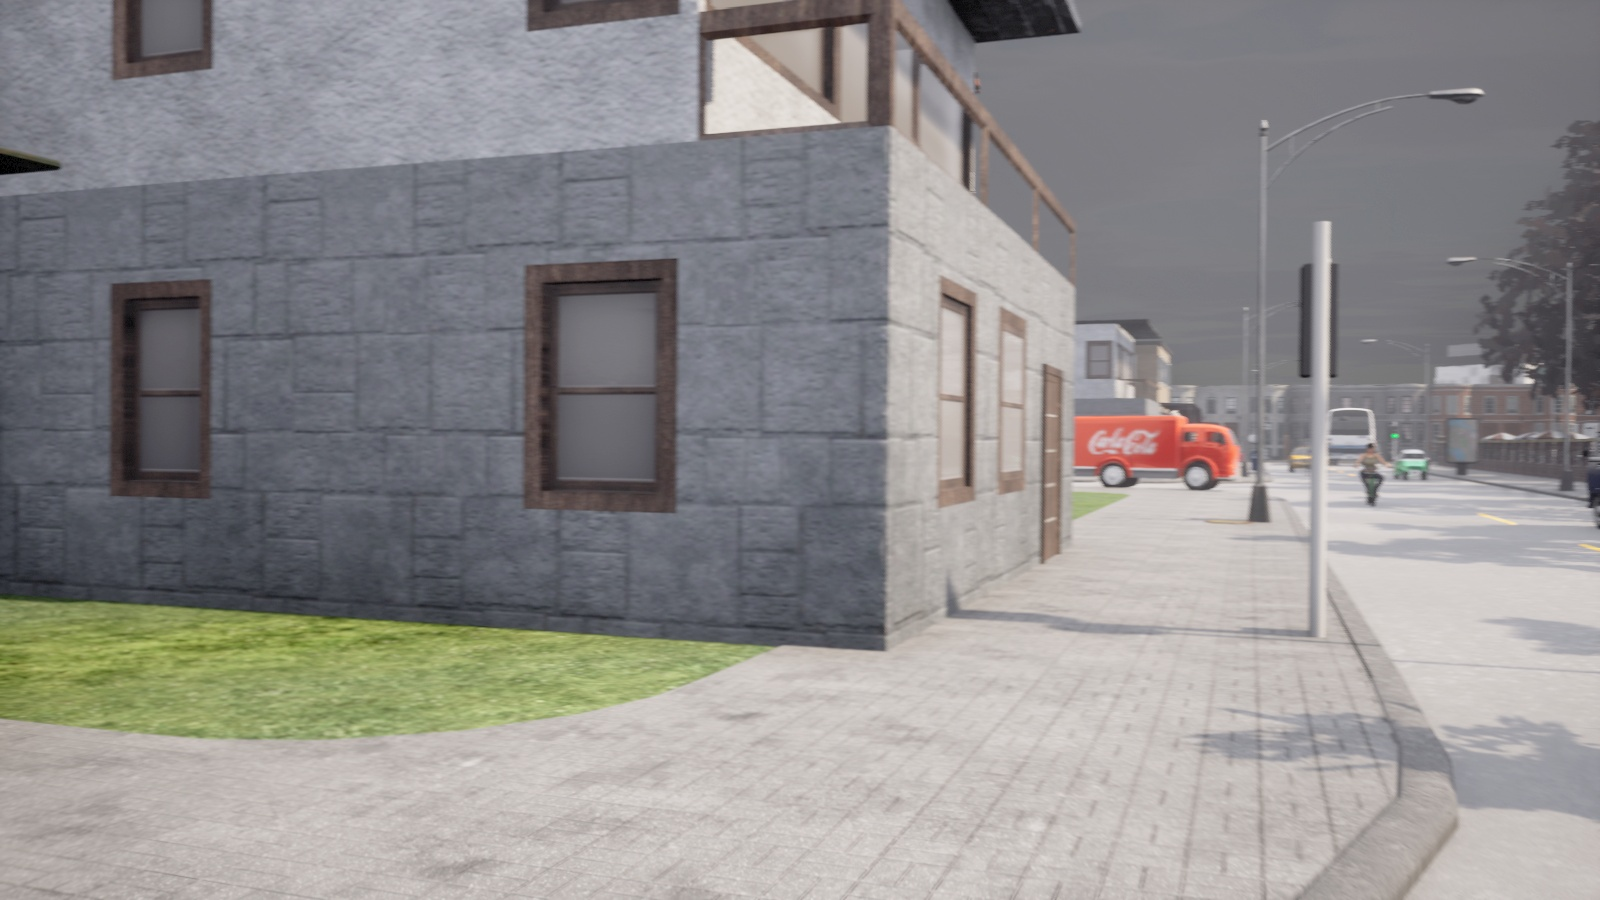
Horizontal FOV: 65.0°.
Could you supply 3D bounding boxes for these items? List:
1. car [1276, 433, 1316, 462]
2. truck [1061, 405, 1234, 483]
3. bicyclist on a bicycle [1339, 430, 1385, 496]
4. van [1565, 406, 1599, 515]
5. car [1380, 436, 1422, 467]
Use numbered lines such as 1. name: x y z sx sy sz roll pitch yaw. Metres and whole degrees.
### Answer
1. car: 27.638 -0.162 70.093 1.801 1.575 5.366 -1 0 19
2. truck: 11.660 -0.162 42.060 5.204 2.467 2.627 -1 0 25
3. bicyclist on a bicycle: 14.156 0.309 31.689 0.866 1.612 1.509 -1 0 17
4. van: 15.278 0.183 22.353 1.775 1.987 4.442 -1 0 17
5. car: 27.388 0.057 57.268 1.481 1.376 2.207 -1 1 20
